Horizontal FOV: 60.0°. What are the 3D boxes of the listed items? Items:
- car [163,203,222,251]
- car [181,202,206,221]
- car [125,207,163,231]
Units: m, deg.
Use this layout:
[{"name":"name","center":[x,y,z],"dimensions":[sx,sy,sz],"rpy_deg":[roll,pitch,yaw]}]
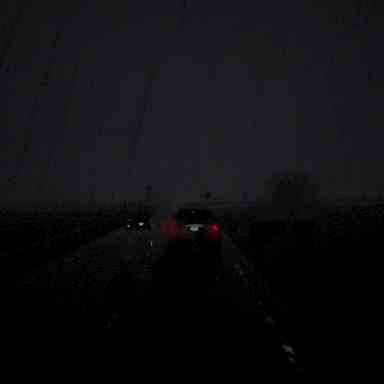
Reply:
[{"name":"car","center":[0.091,1.382,14.381],"dimensions":[2.097,1.767,4.553],"rpy_deg":[0,0,0]},{"name":"car","center":[0.087,1.630,28.486],"dimensions":[1.994,1.385,4.181],"rpy_deg":[0,0,0]},{"name":"car","center":[-2.852,1.609,20.632],"dimensions":[1.994,1.385,4.181],"rpy_deg":[0,0,0]}]
